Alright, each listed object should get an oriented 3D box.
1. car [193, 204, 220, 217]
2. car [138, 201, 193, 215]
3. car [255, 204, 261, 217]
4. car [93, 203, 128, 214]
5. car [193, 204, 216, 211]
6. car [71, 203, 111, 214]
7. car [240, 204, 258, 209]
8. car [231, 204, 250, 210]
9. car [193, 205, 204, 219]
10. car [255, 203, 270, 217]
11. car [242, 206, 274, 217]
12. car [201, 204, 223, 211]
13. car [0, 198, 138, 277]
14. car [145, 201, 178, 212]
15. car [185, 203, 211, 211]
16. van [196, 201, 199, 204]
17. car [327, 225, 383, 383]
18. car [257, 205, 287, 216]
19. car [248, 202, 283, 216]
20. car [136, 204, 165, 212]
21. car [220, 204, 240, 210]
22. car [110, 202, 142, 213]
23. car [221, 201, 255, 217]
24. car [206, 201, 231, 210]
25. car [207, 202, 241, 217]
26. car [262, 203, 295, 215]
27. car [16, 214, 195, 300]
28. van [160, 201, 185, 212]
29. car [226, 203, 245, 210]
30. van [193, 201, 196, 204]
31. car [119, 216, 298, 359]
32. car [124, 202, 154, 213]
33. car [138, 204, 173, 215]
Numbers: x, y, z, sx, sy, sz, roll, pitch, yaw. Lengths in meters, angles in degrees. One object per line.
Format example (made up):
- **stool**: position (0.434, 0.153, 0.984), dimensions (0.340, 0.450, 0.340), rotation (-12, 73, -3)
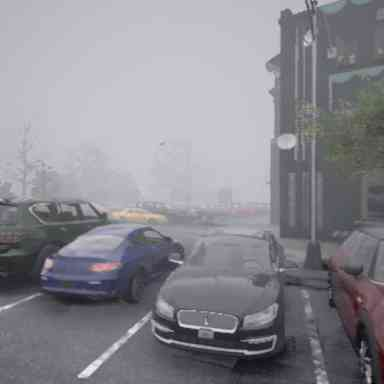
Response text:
- **car**: position (0.194, 2.477, 38.081), dimensions (5.008, 1.535, 2.097), rotation (2, -1, 15)
- **car**: position (-3.233, 2.034, 33.137), dimensions (5.566, 2.045, 2.435), rotation (2, -1, 15)
- **car**: position (7.040, 2.868, 47.959), dimensions (4.792, 1.488, 2.163), rotation (2, -1, 15)
- **car**: position (-12.613, 2.536, 51.435), dimensions (4.792, 1.488, 2.163), rotation (0, -2, 15)
- **car**: position (2.810, 3.358, 73.796), dimensions (4.792, 1.488, 2.163), rotation (0, -2, 15)
- **car**: position (-14.755, 2.400, 48.695), dimensions (5.366, 1.575, 1.946), rotation (0, -2, 15)
- **car**: position (16.116, 4.076, 93.454), dimensions (4.792, 1.488, 2.163), rotation (0, -1, 13)
- **car**: position (12.897, 3.868, 88.500), dimensions (5.008, 1.535, 2.097), rotation (0, -1, 14)
- **car**: position (-1.543, 2.423, 35.604), dimensions (4.674, 1.452, 2.002), rotation (2, -1, 15)
- **car**: position (8.762, 2.677, 50.429), dimensions (5.566, 2.045, 2.435), rotation (2, -1, 15)
- **car**: position (10.464, 3.048, 52.897), dimensions (4.792, 1.488, 2.163), rotation (2, -1, 15)
- **car**: position (4.561, 3.448, 76.235), dimensions (4.792, 1.488, 2.163), rotation (0, -2, 15)
- **car**: position (-3.992, 1.189, 9.825), dimensions (2.435, 2.045, 5.566), rotation (0, -1, 16)
- **car**: position (-5.650, 2.627, 61.572), dimensions (5.566, 2.045, 2.435), rotation (0, -1, 15)
- **car**: position (1.329, 3.236, 71.301), dimensions (5.366, 1.575, 1.946), rotation (0, -2, 15)
- **van**: position (-0.429, 2.923, 68.881), dimensions (4.442, 1.987, 1.878), rotation (0, -2, 15)
- **car**: position (3.242, 1.362, 4.668), dimensions (2.185, 1.767, 4.553), rotation (1, 0, 16)
- **car**: position (13.919, 3.201, 57.828), dimensions (5.008, 1.535, 2.097), rotation (2, -1, 15)
- **car**: position (12.242, 2.860, 55.364), dimensions (5.566, 2.045, 2.435), rotation (2, -1, 15)
- **car**: position (-7.320, 2.829, 59.116), dimensions (4.674, 1.452, 2.002), rotation (0, -2, 15)
- **car**: position (9.581, 3.689, 83.583), dimensions (4.892, 1.521, 2.231), rotation (0, -1, 14)
- **car**: position (-10.736, 2.483, 54.238), dimensions (4.553, 1.767, 2.185), rotation (0, -2, 15)
- **car**: position (5.334, 2.497, 45.491), dimensions (5.566, 2.045, 2.435), rotation (2, -1, 15)
- **car**: position (6.196, 3.257, 78.698), dimensions (5.566, 2.045, 2.435), rotation (0, -1, 15)
- **car**: position (3.612, 2.532, 43.035), dimensions (4.553, 1.767, 2.185), rotation (2, -1, 15)
- **car**: position (15.663, 3.041, 60.300), dimensions (5.566, 2.045, 2.435), rotation (2, -1, 15)
- **car**: position (-1.587, 1.496, 8.075), dimensions (2.002, 1.452, 4.674), rotation (0, -1, 15)
- **van**: position (-3.814, 2.743, 63.984), dimensions (4.442, 1.987, 1.878), rotation (0, -2, 15)
- **car**: position (11.270, 3.653, 86.038), dimensions (4.553, 1.767, 2.185), rotation (0, -1, 14)
- **van**: position (-2.122, 2.833, 66.432), dimensions (4.442, 1.987, 1.878), rotation (0, -2, 15)
- **car**: position (0.824, 1.472, 6.361), dimensions (2.231, 1.521, 4.892), rotation (1, 0, 16)
- **car**: position (-8.982, 2.573, 56.659), dimensions (4.553, 1.767, 2.185), rotation (0, -1, 15)
- **car**: position (-4.821, 2.180, 30.610), dimensions (5.366, 1.575, 1.946), rotation (2, -1, 15)
